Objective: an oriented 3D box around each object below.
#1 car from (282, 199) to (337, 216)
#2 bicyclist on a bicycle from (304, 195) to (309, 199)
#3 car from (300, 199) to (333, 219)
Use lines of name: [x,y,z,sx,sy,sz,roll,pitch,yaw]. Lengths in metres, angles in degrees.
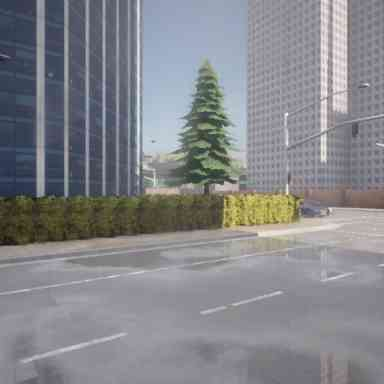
car: [11.637,1.491,33.288,2.128,1.511,4.902,0,0,-36]
bicyclist on a bicycle: [16.302,1.301,47.409,1.656,1.620,0.582,0,0,-35]
car: [9.792,1.526,29.813,1.812,1.442,4.674,0,0,-35]
